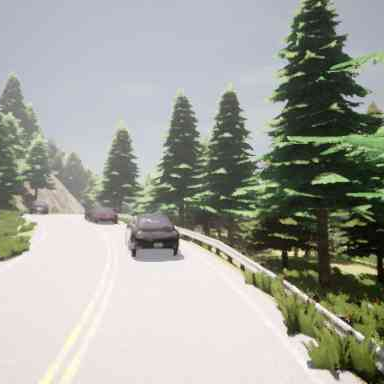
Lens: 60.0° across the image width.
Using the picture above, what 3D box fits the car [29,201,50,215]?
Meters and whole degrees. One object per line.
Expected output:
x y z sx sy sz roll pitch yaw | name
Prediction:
-17.165 1.789 37.282 2.128 1.511 4.902 3 -4 -28 | car

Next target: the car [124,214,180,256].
-1.788 1.693 14.107 2.128 1.511 4.902 1 -1 -14 | car

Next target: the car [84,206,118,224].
-7.764 1.885 28.236 1.994 1.385 4.181 3 -2 -31 | car
